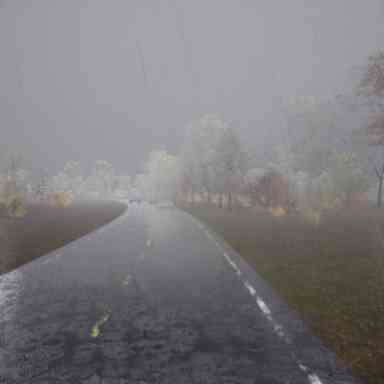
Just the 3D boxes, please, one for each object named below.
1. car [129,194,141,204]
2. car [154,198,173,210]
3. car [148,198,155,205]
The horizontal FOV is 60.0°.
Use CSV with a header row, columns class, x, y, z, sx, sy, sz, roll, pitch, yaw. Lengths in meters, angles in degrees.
class,x,y,z,sx,sy,sz,roll,pitch,yaw
car,-11.825,1.391,69.206,2.150,2.045,5.566,0,0,-14
car,-3.723,1.708,45.352,1.895,1.301,4.718,0,0,-9
car,-7.389,1.750,63.929,1.895,1.301,4.718,0,0,-13
